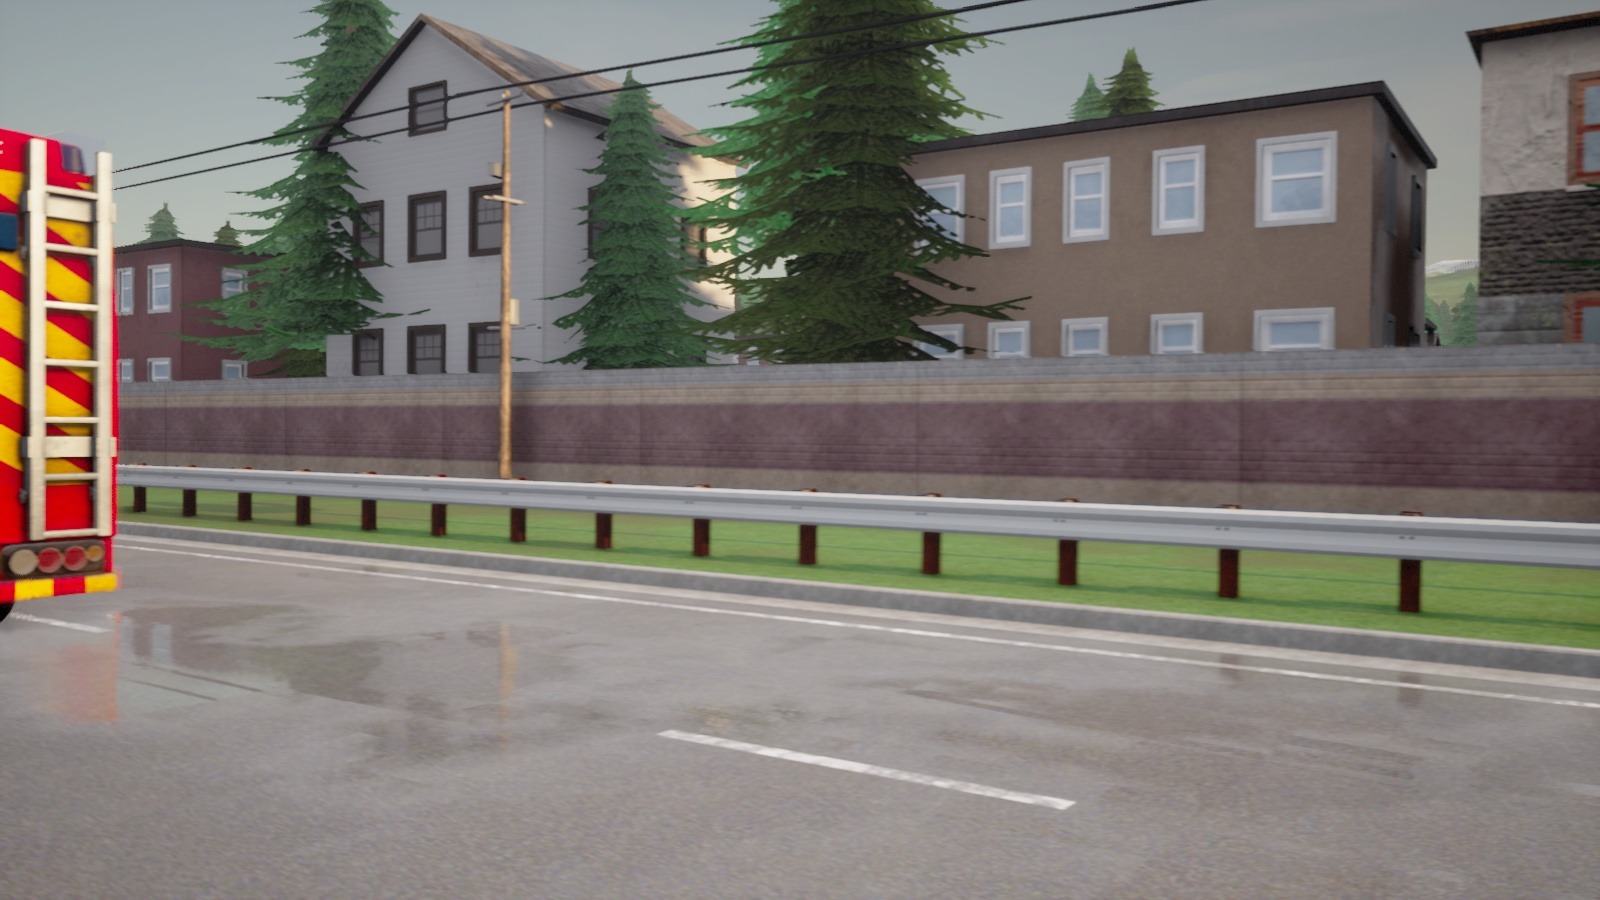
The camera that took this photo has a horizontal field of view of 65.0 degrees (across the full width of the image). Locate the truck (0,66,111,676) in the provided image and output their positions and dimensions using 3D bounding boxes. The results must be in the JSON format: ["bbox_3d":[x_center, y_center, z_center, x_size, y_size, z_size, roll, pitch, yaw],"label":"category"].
[{"bbox_3d":[-8.986,-0.483,9.571,8.468,3.827,2.891,0,1,34],"label":"truck"}]
